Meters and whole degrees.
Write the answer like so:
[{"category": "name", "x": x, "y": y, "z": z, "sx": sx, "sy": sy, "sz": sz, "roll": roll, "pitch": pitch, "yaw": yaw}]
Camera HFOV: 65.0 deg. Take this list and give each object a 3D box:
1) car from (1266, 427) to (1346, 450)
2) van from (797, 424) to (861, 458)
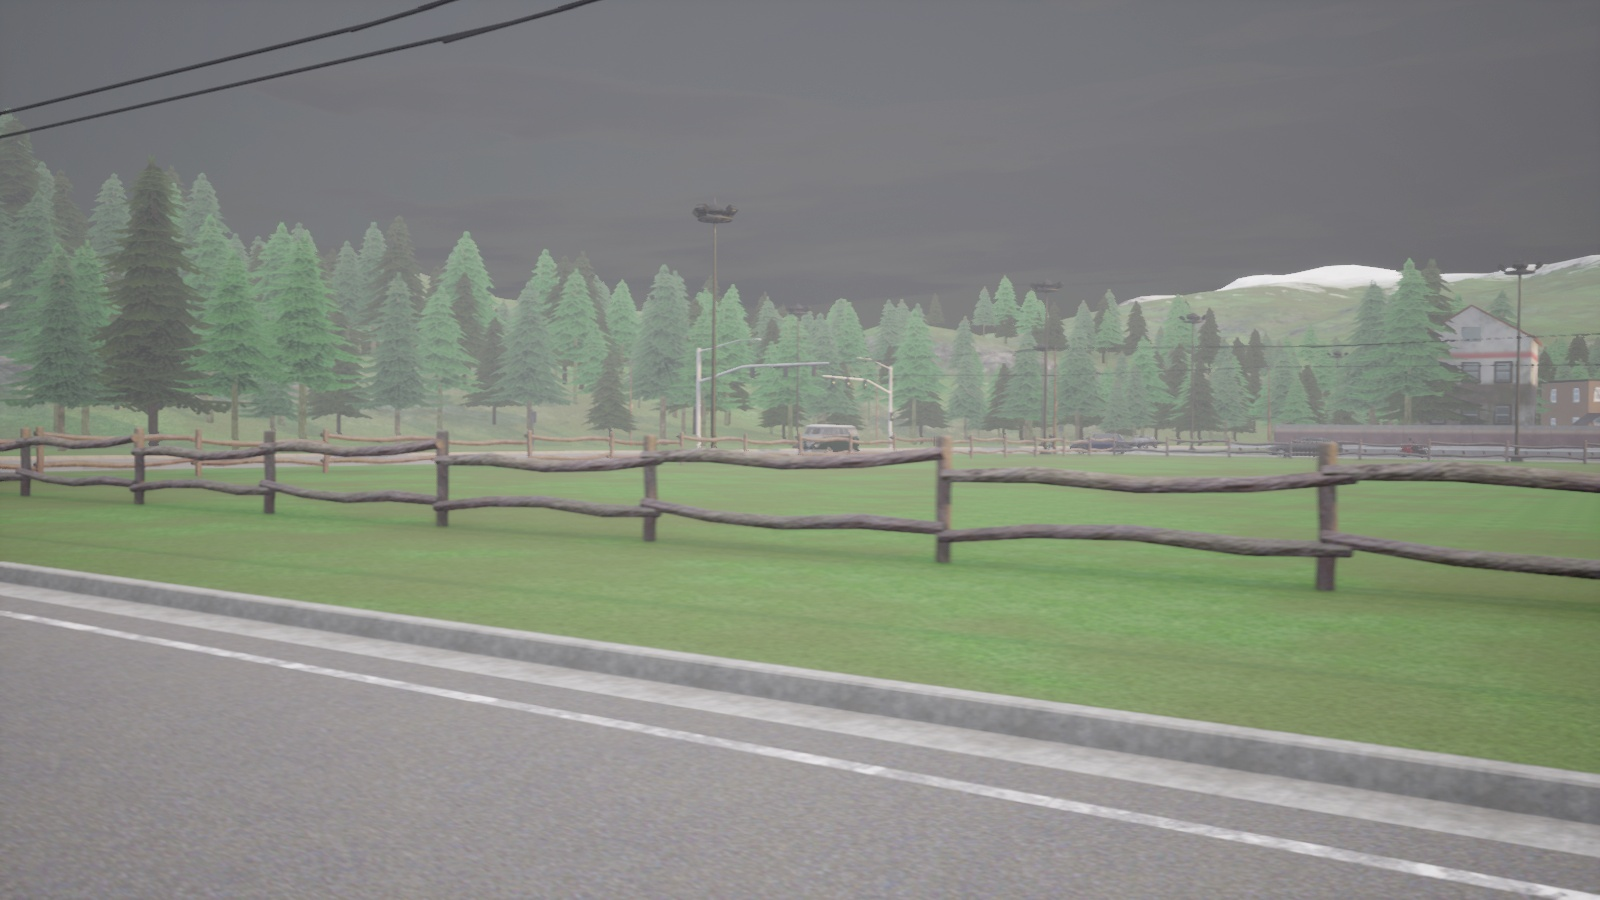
[{"category": "car", "x": 35.433, "y": -0.787, "z": 87.966, "sx": 4.892, "sy": 1.490, "sz": 1.837, "roll": -1, "pitch": 1, "yaw": 34}, {"category": "van", "x": 1.798, "y": -0.572, "z": 76.289, "sx": 1.775, "sy": 1.987, "sz": 4.442, "roll": 0, "pitch": 1, "yaw": 35}]
